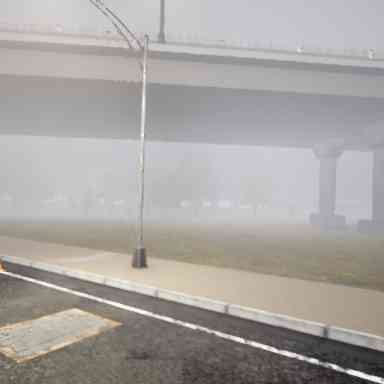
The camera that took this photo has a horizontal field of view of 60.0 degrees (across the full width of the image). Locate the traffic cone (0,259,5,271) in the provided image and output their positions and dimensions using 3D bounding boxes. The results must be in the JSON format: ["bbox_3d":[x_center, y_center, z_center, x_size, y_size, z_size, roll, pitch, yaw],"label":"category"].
[{"bbox_3d":[-6.242,2.237,10.710,0.340,0.580,0.340,-1,-2,37],"label":"traffic cone"}]
